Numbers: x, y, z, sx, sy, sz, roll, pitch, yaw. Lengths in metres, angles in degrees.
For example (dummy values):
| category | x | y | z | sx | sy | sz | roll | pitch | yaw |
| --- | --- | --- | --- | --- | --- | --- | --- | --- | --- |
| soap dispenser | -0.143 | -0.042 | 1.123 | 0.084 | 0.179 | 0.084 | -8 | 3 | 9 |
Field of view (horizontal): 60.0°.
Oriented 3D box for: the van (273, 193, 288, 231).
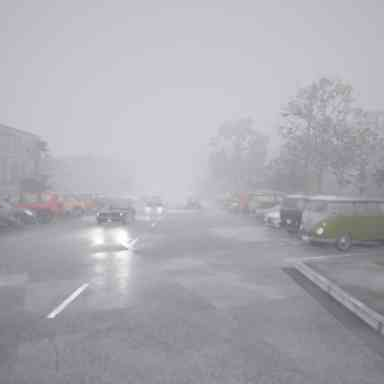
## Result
| category | x | y | z | sx | sy | sz | roll | pitch | yaw |
| --- | --- | --- | --- | --- | --- | --- | --- | --- | --- |
| van | 6.535 | 1.144 | 16.182 | 4.442 | 1.987 | 1.878 | 1 | 0 | -20 |

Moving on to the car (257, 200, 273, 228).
| category | x | y | z | sx | sy | sz | roll | pitch | yaw |
| --- | --- | --- | --- | --- | --- | --- | --- | --- | --- |
| car | 6.435 | 1.388 | 19.080 | 4.674 | 1.452 | 2.002 | 1 | 1 | -20 |

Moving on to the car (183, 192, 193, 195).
| category | x | y | z | sx | sy | sz | roll | pitch | yaw |
| --- | --- | --- | --- | --- | --- | --- | --- | --- | --- |
| car | 0.095 | 1.224 | 51.702 | 2.128 | 1.511 | 4.902 | 0 | 0 | 0 |

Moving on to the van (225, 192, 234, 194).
| category | x | y | z | sx | sy | sz | roll | pitch | yaw |
| --- | --- | --- | --- | --- | --- | --- | --- | --- | --- |
| van | 6.578 | 1.026 | 39.737 | 4.442 | 1.987 | 1.878 | 1 | 0 | -20 |

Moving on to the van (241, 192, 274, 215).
| category | x | y | z | sx | sy | sz | roll | pitch | yaw |
| --- | --- | --- | --- | --- | --- | --- | --- | --- | --- |
| van | 6.337 | 1.087 | 24.925 | 4.442 | 1.987 | 1.878 | 1 | 1 | -20 |

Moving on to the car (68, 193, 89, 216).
| category | x | y | z | sx | sy | sz | roll | pitch | yaw |
| --- | --- | --- | --- | --- | --- | --- | --- | --- | --- |
| car | -11.339 | 1.168 | 28.023 | 4.553 | 1.767 | 2.185 | -1 | 1 | -20 |

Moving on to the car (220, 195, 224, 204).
| category | x | y | z | sx | sy | sz | roll | pitch | yaw |
| --- | --- | --- | --- | --- | --- | --- | --- | --- | --- |
| car | 6.502 | 1.272 | 42.648 | 4.792 | 1.488 | 2.163 | 1 | 0 | -20 |

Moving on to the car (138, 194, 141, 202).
| category | x | y | z | sx | sy | sz | roll | pitch | yaw |
| --- | --- | --- | --- | --- | --- | --- | --- | --- | --- |
| car | -11.319 | 1.250 | 54.420 | 4.674 | 1.452 | 2.002 | -1 | 0 | -20 |

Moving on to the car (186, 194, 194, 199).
| category | x | y | z | sx | sy | sz | roll | pitch | yaw |
| --- | --- | --- | --- | --- | --- | --- | --- | --- | --- |
| car | -0.481 | 1.215 | 92.804 | 2.097 | 1.535 | 5.008 | 0 | -1 | -1 |

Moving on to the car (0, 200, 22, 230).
| category | x | y | z | sx | sy | sz | roll | pitch | yaw |
| --- | --- | --- | --- | --- | --- | --- | --- | --- | --- |
| car | -11.382 | 1.364 | 16.283 | 4.892 | 1.521 | 2.231 | -1 | 1 | -20 |

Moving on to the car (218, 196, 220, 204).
| category | x | y | z | sx | sy | sz | roll | pitch | yaw |
| --- | --- | --- | --- | --- | --- | --- | --- | --- | --- |
| car | 6.454 | 1.108 | 45.571 | 4.553 | 1.767 | 2.185 | 1 | 0 | -20 |

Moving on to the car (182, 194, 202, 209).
| category | x | y | z | sx | sy | sz | roll | pitch | yaw |
| --- | --- | --- | --- | --- | --- | --- | --- | --- | --- |
| car | 0.174 | 1.310 | 40.349 | 2.033 | 1.411 | 5.357 | 0 | 0 | 0 |

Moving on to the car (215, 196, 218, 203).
| category | x | y | z | sx | sy | sz | roll | pitch | yaw |
| --- | --- | --- | --- | --- | --- | --- | --- | --- | --- |
| car | 6.518 | 1.249 | 51.483 | 4.792 | 1.488 | 2.163 | 1 | 0 | -20 |

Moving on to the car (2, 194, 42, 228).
| category | x | y | z | sx | sy | sz | roll | pitch | yaw |
| --- | --- | --- | --- | --- | --- | --- | --- | --- | --- |
| car | -11.419 | 1.218 | 19.213 | 4.553 | 1.767 | 2.185 | -1 | 0 | -20 |

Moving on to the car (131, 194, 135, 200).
| category | x | y | z | sx | sy | sz | roll | pitch | yaw |
| --- | --- | --- | --- | --- | --- | --- | --- | --- | --- |
| car | -11.300 | 1.253 | 48.564 | 4.792 | 1.488 | 2.163 | -1 | 0 | -20 |

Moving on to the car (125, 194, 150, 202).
| category | x | y | z | sx | sy | sz | roll | pitch | yaw |
| --- | --- | --- | --- | --- | --- | --- | --- | --- | --- |
| car | -11.286 | 1.175 | 69.085 | 4.892 | 1.521 | 2.231 | -1 | 0 | -20 |

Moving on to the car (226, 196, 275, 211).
| category | x | y | z | sx | sy | sz | roll | pitch | yaw |
| --- | --- | --- | --- | --- | --- | --- | --- | --- | --- |
| car | 6.456 | 1.261 | 36.749 | 4.892 | 1.521 | 2.231 | 1 | 0 | -20 |

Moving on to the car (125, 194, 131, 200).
| category | x | y | z | sx | sy | sz | roll | pitch | yaw |
| --- | --- | --- | --- | --- | --- | --- | --- | --- | --- |
| car | -11.340 | 1.232 | 45.617 | 4.892 | 1.521 | 2.231 | -1 | 0 | -20 |

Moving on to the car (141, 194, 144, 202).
| category | x | y | z | sx | sy | sz | roll | pitch | yaw |
| --- | --- | --- | --- | --- | --- | --- | --- | --- | --- |
| car | -11.483 | 1.202 | 57.285 | 5.366 | 1.575 | 1.946 | -1 | 0 | -20 |

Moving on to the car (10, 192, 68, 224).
| category | x | y | z | sx | sy | sz | roll | pitch | yaw |
| --- | --- | --- | --- | --- | --- | --- | --- | --- | --- |
| car | -11.407 | 1.075 | 22.135 | 5.566 | 2.045 | 2.435 | -1 | 1 | -20 |

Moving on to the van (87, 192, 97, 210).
| category | x | y | z | sx | sy | sz | roll | pitch | yaw |
| --- | --- | --- | --- | --- | --- | --- | --- | --- | --- |
| van | -11.472 | 1.057 | 30.905 | 4.442 | 1.987 | 1.878 | -1 | 1 | -20 |

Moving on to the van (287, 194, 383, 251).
| category | x | y | z | sx | sy | sz | roll | pitch | yaw |
| --- | --- | --- | --- | --- | --- | --- | --- | --- | --- |
| van | 6.312 | 1.161 | 13.149 | 4.442 | 1.987 | 1.878 | 1 | 1 | -20 |

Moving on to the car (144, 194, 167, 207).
| category | x | y | z | sx | sy | sz | roll | pitch | yaw |
| --- | --- | --- | --- | --- | --- | --- | --- | --- | --- |
| car | -4.922 | 1.262 | 45.119 | 1.837 | 1.490 | 4.892 | 0 | 0 | 0 |

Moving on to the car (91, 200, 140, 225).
| category | x | y | z | sx | sy | sz | roll | pitch | yaw |
| --- | --- | --- | --- | --- | --- | --- | --- | --- | --- |
| car | -5.061 | 1.440 | 22.625 | 1.895 | 1.301 | 4.718 | 0 | 0 | 0 |

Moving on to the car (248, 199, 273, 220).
| category | x | y | z | sx | sy | sz | roll | pitch | yaw |
| --- | --- | --- | --- | --- | --- | --- | --- | --- | --- |
| car | 6.437 | 1.371 | 22.025 | 4.674 | 1.452 | 2.002 | 1 | 1 | -20 |

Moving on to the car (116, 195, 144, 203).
| category | x | y | z | sx | sy | sz | roll | pitch | yaw |
| --- | --- | --- | --- | --- | --- | --- | --- | --- | --- |
| car | -11.308 | 1.236 | 60.288 | 4.674 | 1.452 | 2.002 | -1 | 0 | -20 |

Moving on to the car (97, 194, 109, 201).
| category | x | y | z | sx | sy | sz | roll | pitch | yaw |
| --- | --- | --- | --- | --- | --- | --- | --- | --- | --- |
| car | -11.349 | 1.268 | 33.883 | 5.008 | 1.535 | 2.097 | -1 | 1 | -20 |

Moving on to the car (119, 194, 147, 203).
| category | x | y | z | sx | sy | sz | roll | pitch | yaw |
| --- | --- | --- | --- | --- | --- | --- | --- | --- | --- |
| car | -11.307 | 1.190 | 63.222 | 4.892 | 1.521 | 2.231 | -1 | 0 | -20 |

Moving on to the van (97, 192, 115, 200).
| category | x | y | z | sx | sy | sz | roll | pitch | yaw |
| --- | --- | --- | --- | --- | --- | --- | --- | --- | --- |
| van | -11.246 | 1.029 | 36.860 | 4.442 | 1.987 | 1.878 | -1 | 0 | -20 |

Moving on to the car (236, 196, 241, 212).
| category | x | y | z | sx | sy | sz | roll | pitch | yaw |
| --- | --- | --- | --- | --- | --- | --- | --- | --- | --- |
| car | 6.442 | 1.337 | 27.919 | 4.674 | 1.452 | 2.002 | 1 | 0 | -20 |

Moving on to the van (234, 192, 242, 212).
| category | x | y | z | sx | sy | sz | roll | pitch | yaw |
| --- | --- | --- | --- | --- | --- | --- | --- | --- | --- |
| van | 6.564 | 1.060 | 30.901 | 4.442 | 1.987 | 1.878 | 1 | 0 | -20 |

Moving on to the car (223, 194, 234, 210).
| category | x | y | z | sx | sy | sz | roll | pitch | yaw |
| --- | --- | --- | --- | --- | --- | --- | --- | --- | --- |
| car | 6.284 | 1.267 | 33.739 | 5.366 | 1.575 | 1.946 | 1 | 0 | -20 |

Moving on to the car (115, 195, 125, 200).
| category | x | y | z | sx | sy | sz | roll | pitch | yaw |
| --- | --- | --- | --- | --- | --- | --- | --- | --- | --- |
| car | -11.371 | 1.114 | 42.677 | 4.553 | 1.767 | 2.185 | -1 | 0 | -20 |

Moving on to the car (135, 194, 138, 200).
| category | x | y | z | sx | sy | sz | roll | pitch | yaw |
| --- | --- | --- | --- | --- | --- | --- | --- | --- | --- |
| car | -11.333 | 1.218 | 51.490 | 4.892 | 1.521 | 2.231 | -1 | 0 | -20 |

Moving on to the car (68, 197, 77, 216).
| category | x | y | z | sx | sy | sz | roll | pitch | yaw |
| --- | --- | --- | --- | --- | --- | --- | --- | --- | --- |
| car | -11.374 | 1.350 | 25.086 | 4.674 | 1.452 | 2.002 | -1 | 0 | -20 |
